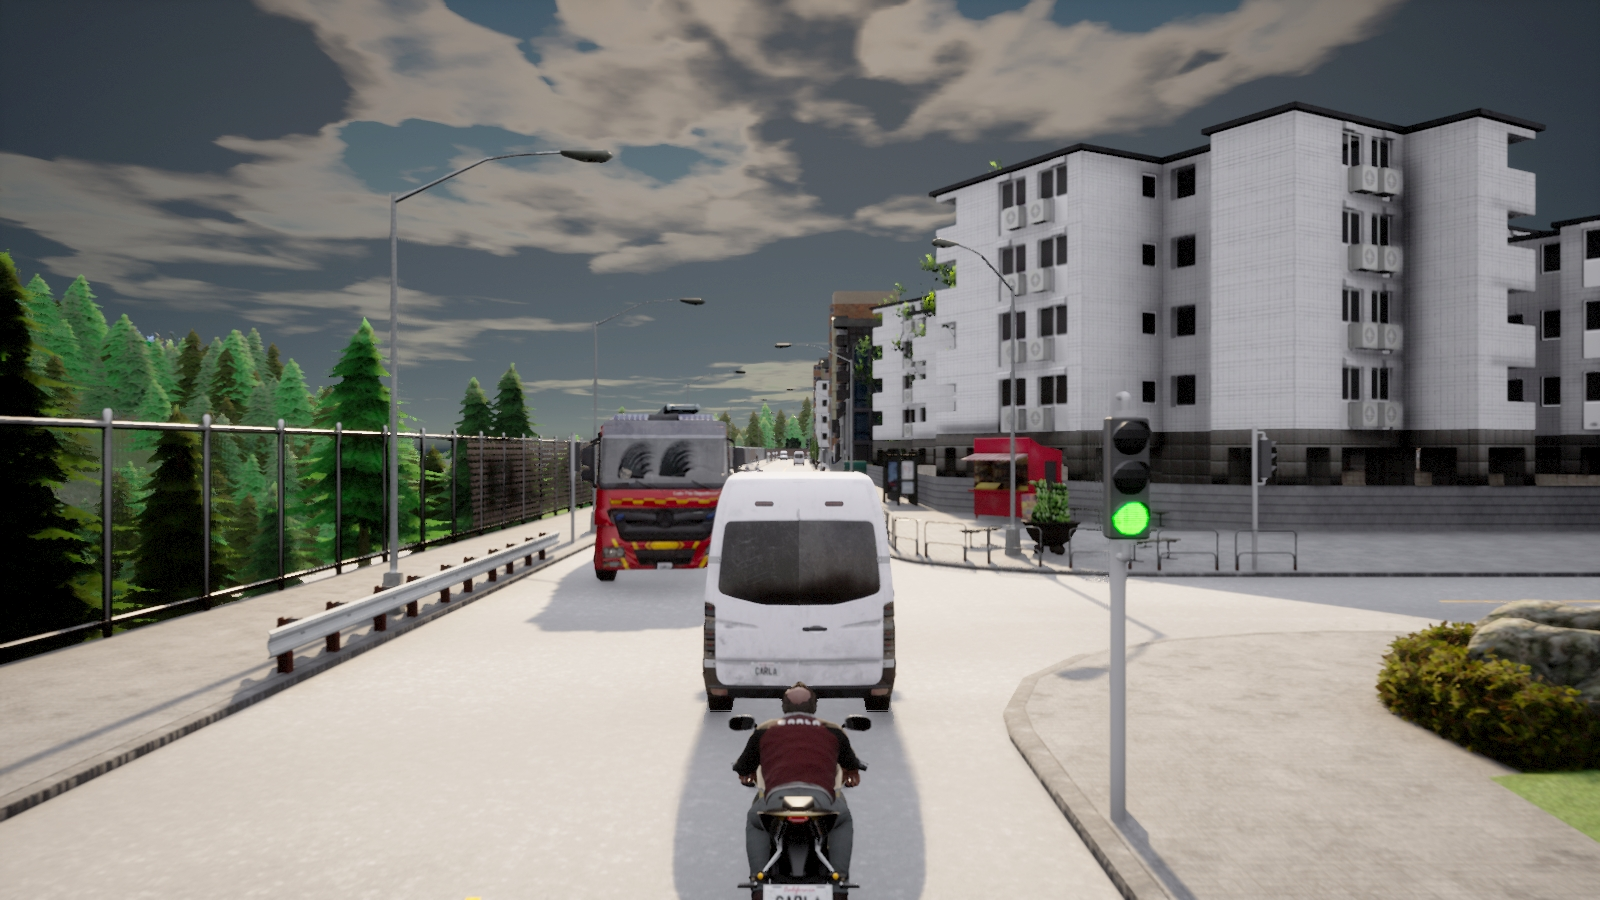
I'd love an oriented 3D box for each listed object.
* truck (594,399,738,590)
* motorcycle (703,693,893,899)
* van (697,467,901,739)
[{"bbox_3d":[-3.292,0.892,27.233,2.891,3.827,8.468,0,0,-8],"label":"truck"},{"bbox_3d":[-0.003,2.205,6.321,0.867,1.251,2.209,0,0,0],"label":"motorcycle"},{"bbox_3d":[-0.015,1.535,14.086,1.988,2.561,5.915,0,0,0],"label":"van"}]
